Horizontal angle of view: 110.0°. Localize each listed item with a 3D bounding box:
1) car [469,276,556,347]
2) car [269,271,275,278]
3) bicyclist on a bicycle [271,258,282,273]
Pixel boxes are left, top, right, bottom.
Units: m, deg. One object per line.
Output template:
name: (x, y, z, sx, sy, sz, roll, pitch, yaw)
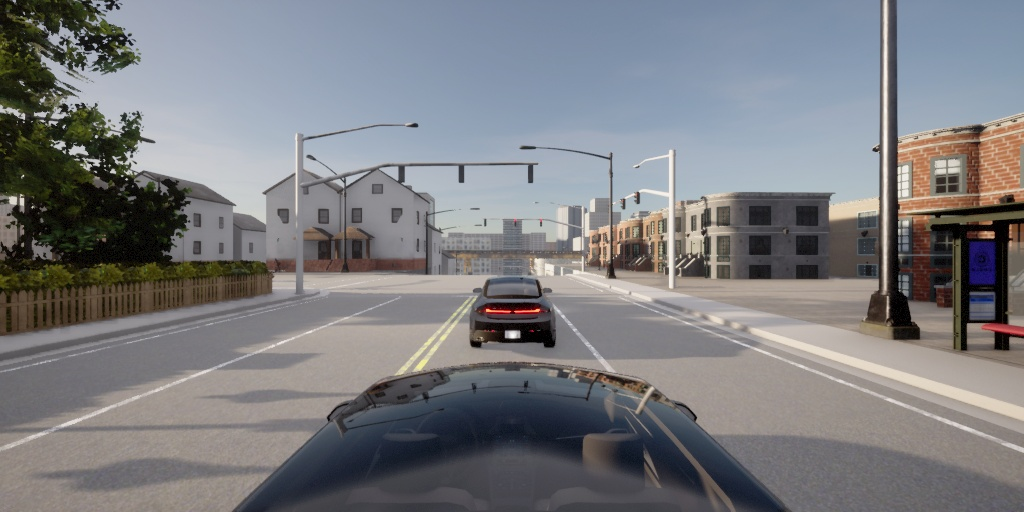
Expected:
car: (0.015, 1.255, 9.284, 1.837, 1.490, 4.892, 0, 0, 0)
car: (-21.611, 1.297, 27.865, 5.357, 1.411, 2.033, 0, 0, 0)
bicyclist on a bicycle: (-25.504, 1.053, 38.840, 0.582, 1.620, 1.656, 0, 0, 0)
